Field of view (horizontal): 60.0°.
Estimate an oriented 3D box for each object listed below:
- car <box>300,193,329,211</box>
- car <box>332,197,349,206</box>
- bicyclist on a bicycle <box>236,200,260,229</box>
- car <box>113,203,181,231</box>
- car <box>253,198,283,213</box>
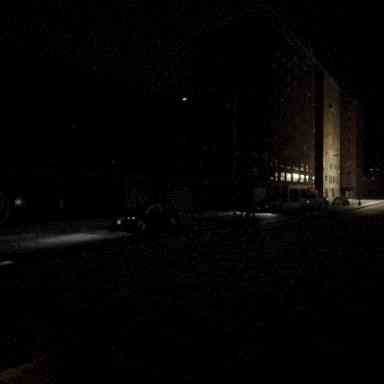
[{"bbox_3d":[14.816,1.143,40.171,2.150,2.045,5.566,0,0,35],"label":"car"},{"bbox_3d":[23.241,1.433,51.966,1.812,1.442,4.674,0,0,36],"label":"car"},{"bbox_3d":[3.056,1.270,18.716,1.656,1.620,0.582,0,0,36],"label":"bicyclist on a bicycle"},{"bbox_3d":[-2.698,1.447,20.741,2.128,1.511,4.902,0,0,36],"label":"car"},{"bbox_3d":[8.275,1.429,36.070,1.837,1.490,4.892,0,0,36],"label":"car"}]
